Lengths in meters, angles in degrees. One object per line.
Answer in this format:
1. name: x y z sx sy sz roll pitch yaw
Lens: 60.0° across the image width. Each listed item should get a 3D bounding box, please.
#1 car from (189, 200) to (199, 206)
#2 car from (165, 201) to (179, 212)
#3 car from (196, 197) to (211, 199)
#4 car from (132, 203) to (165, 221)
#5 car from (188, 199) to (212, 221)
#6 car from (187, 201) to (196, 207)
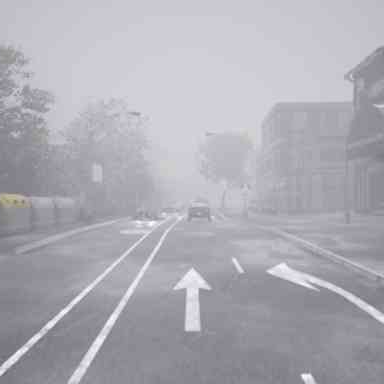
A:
1. car: 0.552 3.040 94.333 2.097 1.535 5.008 1 2 11
2. car: -3.069 2.040 48.982 2.097 1.767 4.553 0 -1 2
3. car: 1.310 1.897 48.441 2.150 2.045 5.566 0 -2 2
4. car: -3.815 1.718 28.723 1.994 1.385 4.181 0 -1 2
5. car: 0.674 1.639 29.096 1.882 1.535 5.008 0 -2 2
6. car: -0.150 3.213 88.231 2.002 1.452 4.674 -2 1 6
